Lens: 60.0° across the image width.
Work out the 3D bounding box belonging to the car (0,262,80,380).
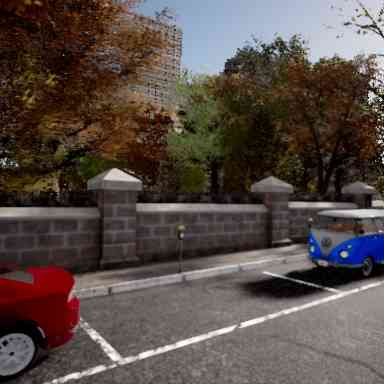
[{"bbox_3d":[-3.684,1.536,3.915,4.507,1.381,1.887,1,1,-35],"label":"car"}]

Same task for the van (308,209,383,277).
[{"bbox_3d":[5.309,1.449,10.333,3.998,1.788,1.690,1,1,-35],"label":"van"}]
